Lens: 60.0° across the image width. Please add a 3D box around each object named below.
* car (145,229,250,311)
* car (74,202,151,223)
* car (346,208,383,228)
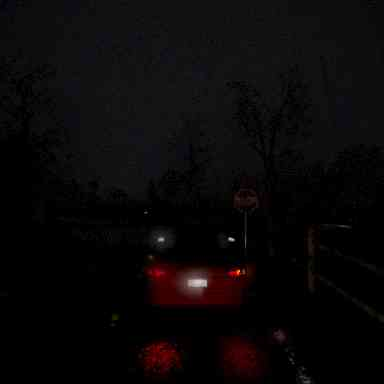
[{"bbox_3d":[0.100,1.562,7.821,1.994,1.385,4.181,0,0,0],"label":"car"},{"bbox_3d":[-5.739,1.431,24.388,5.357,1.411,2.033,1,1,0],"label":"car"},{"bbox_3d":[13.590,1.860,24.364,4.181,1.385,1.994,1,1,0],"label":"car"}]
